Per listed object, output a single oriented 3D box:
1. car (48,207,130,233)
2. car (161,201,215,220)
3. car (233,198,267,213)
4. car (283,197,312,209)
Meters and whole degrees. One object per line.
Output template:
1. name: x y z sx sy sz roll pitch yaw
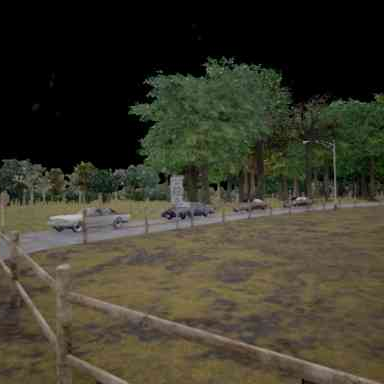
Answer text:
1. car: -6.056 1.595 19.954 1.895 1.301 4.718 -2 -1 36
2. car: -0.198 1.492 27.802 2.033 1.411 5.357 -2 -1 38
3. car: 6.258 1.403 35.366 1.812 1.442 4.674 -2 -1 43
4. car: 13.512 1.322 42.417 4.674 1.442 1.812 -1 -1 -41
